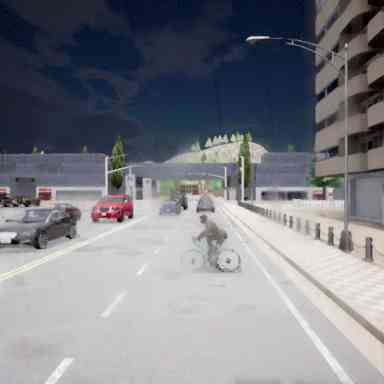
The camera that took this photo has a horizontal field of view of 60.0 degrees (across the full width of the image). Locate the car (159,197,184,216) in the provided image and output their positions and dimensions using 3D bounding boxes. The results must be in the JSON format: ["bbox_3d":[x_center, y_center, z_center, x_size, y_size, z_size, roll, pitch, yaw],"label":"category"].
[{"bbox_3d":[-2.111,1.522,32.912,1.812,1.442,4.674,0,0,2],"label":"car"}]

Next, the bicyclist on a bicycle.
[{"bbox_3d":[0.502,1.445,9.149,1.656,1.620,0.582,-1,0,2],"label":"bicyclist on a bicycle"}]

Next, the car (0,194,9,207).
[{"bbox_3d":[-10.135,1.222,13.324,2.150,2.045,5.566,0,0,2],"label":"car"}]

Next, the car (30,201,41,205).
[{"bbox_3d":[-9.661,1.561,24.386,1.994,1.385,4.181,0,0,3],"label":"car"}]

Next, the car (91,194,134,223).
[{"bbox_3d":[-6.086,1.218,26.168,2.150,2.045,5.566,0,0,3],"label":"car"}]

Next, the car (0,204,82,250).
[{"bbox_3d":[-6.587,1.491,14.387,2.128,1.511,4.902,0,0,2],"label":"car"}]

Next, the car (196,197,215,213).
[{"bbox_3d":[1.523,1.560,37.033,1.994,1.385,4.181,0,0,4],"label":"car"}]

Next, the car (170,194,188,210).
[{"bbox_3d":[-1.721,1.216,42.577,2.150,2.045,5.566,0,0,3],"label":"car"}]

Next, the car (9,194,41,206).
[{"bbox_3d":[-22.748,1.147,45.727,1.932,1.855,4.605,0,0,3],"label":"car"}]

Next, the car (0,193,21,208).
[{"bbox_3d":[-25.636,1.150,45.912,1.905,1.878,3.866,0,0,3],"label":"car"}]
